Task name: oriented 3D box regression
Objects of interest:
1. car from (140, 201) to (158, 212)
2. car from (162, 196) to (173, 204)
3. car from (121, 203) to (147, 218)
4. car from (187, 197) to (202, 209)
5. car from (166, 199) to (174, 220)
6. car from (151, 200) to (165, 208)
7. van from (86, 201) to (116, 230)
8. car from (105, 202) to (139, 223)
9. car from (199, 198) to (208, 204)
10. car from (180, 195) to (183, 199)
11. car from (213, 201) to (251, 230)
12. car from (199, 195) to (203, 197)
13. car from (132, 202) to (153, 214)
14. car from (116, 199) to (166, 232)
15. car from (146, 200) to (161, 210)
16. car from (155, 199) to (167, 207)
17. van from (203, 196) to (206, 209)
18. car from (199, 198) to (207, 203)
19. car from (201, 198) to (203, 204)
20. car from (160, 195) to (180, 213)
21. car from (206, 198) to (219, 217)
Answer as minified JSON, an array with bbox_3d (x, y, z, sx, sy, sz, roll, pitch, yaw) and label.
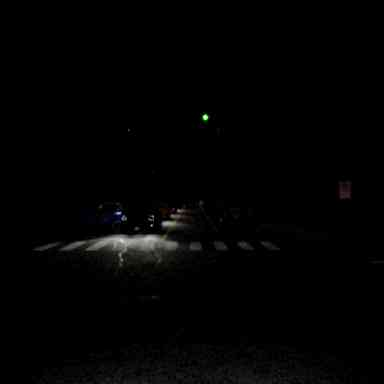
[{"bbox_3d":[-5.772,1.906,45.057,1.947,1.339,4.313,0,0,0],"label":"car"},{"bbox_3d":[-5.733,1.898,79.068,2.192,1.841,5.009,0,0,0],"label":"car"},{"bbox_3d":[-5.785,1.822,33.720,1.947,1.339,4.313,0,0,0],"label":"car"},{"bbox_3d":[0.185,1.919,52.831,1.812,1.442,4.674,0,0,0],"label":"car"},{"bbox_3d":[-3.028,1.712,31.035,1.882,1.535,5.008,0,0,0],"label":"car"},{"bbox_3d":[-5.759,1.989,56.393,1.947,1.339,4.313,0,0,0],"label":"car"},{"bbox_3d":[-5.799,1.512,22.386,1.690,1.788,3.998,0,0,0],"label":"van"},{"bbox_3d":[-5.792,1.654,28.053,1.967,1.590,4.097,0,0,0],"label":"car"},{"bbox_3d":[2.793,2.143,79.068,1.947,1.339,4.313,0,0,0],"label":"car"},{"bbox_3d":[-2.958,1.737,51.389,2.097,1.767,4.553,0,0,1],"label":"car"},{"bbox_3d":[2.727,1.604,22.377,1.967,1.590,4.097,0,0,0],"label":"car"},{"bbox_3d":[2.463,1.960,68.561,1.801,1.575,5.366,0,0,0],"label":"car"},{"bbox_3d":[-5.779,1.880,39.389,1.802,1.307,4.206,0,0,0],"label":"car"},{"bbox_3d":[-3.082,1.511,21.098,2.097,1.767,4.553,0,0,1],"label":"car"},{"bbox_3d":[-5.766,1.906,50.555,1.752,1.417,4.829,0,0,0],"label":"car"},{"bbox_3d":[-5.752,2.008,62.061,1.887,1.381,4.507,0,0,0],"label":"car"},{"bbox_3d":[2.753,1.675,45.054,1.690,1.788,3.998,0,0,0],"label":"van"},{"bbox_3d":[2.800,2.183,84.737,1.947,1.339,4.313,0,0,0],"label":"car"},{"bbox_3d":[2.760,1.902,50.892,1.752,1.417,4.829,0,0,0],"label":"car"},{"bbox_3d":[-3.012,1.531,41.164,2.150,2.045,5.566,0,0,0],"label":"car"},{"bbox_3d":[2.740,1.690,33.715,1.967,1.590,4.097,0,0,0],"label":"car"}]
